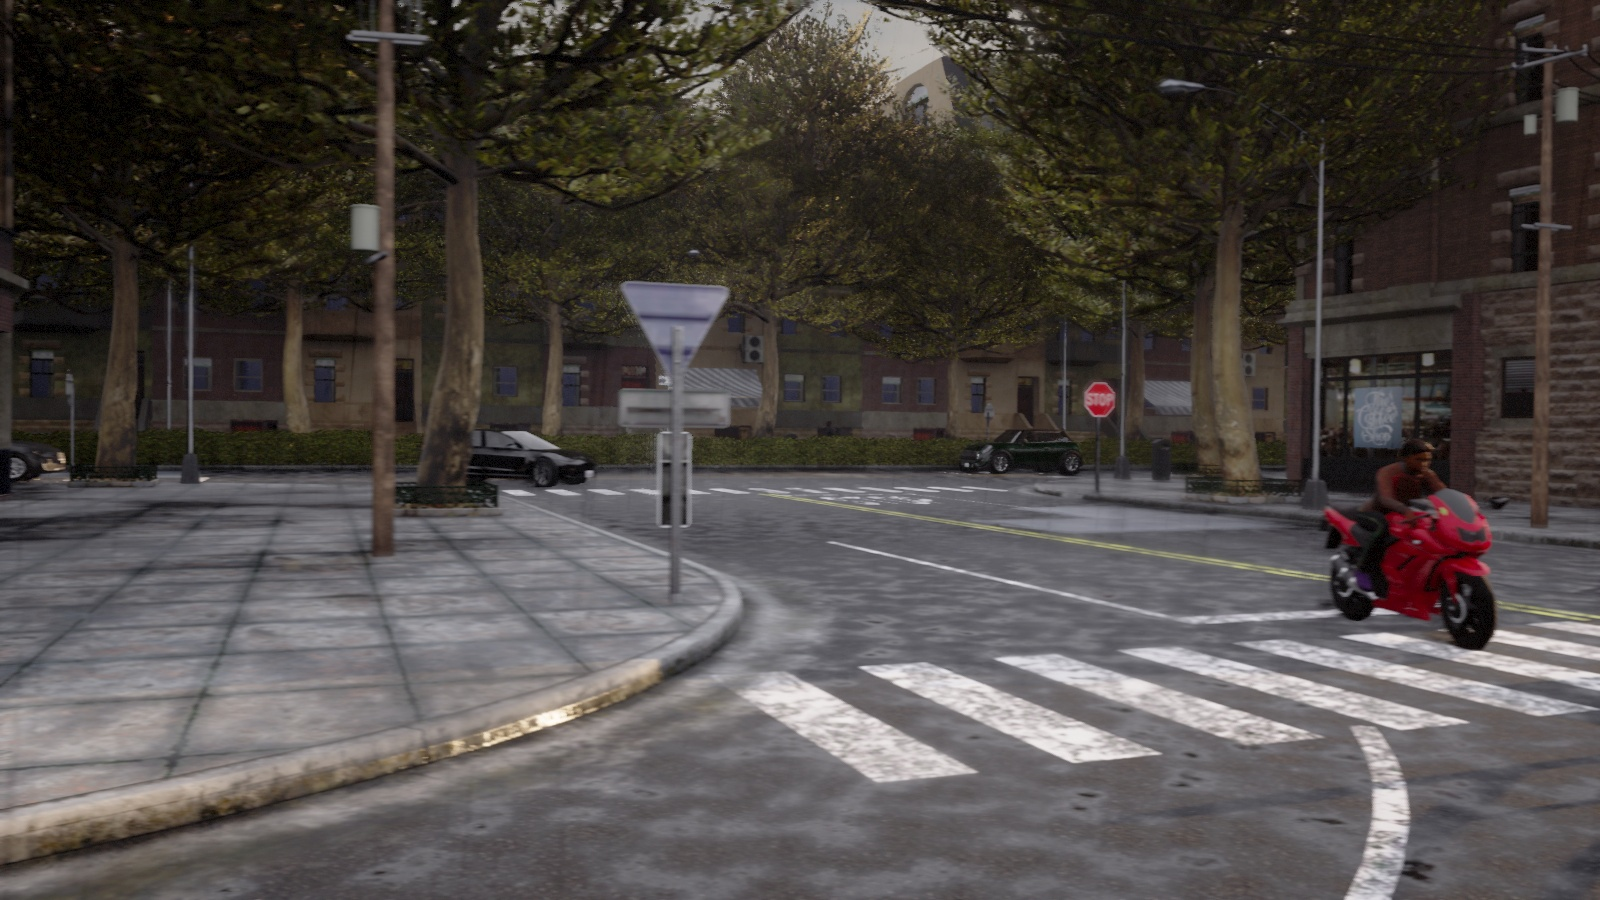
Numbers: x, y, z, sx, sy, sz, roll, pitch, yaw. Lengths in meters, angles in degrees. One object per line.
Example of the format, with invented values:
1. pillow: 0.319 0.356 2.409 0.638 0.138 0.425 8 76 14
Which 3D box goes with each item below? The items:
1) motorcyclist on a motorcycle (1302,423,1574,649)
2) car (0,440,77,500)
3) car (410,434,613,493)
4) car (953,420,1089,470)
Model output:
1. motorcyclist on a motorcycle: 4.814 0.570 9.674 0.797 1.523 2.044 -2 1 -9
2. car: -21.384 0.513 31.992 4.892 1.490 1.837 -1 1 -21
3. car: -7.624 0.338 33.316 4.792 1.488 2.163 0 1 18
4. car: 8.273 -0.198 47.037 4.553 1.767 2.097 -1 1 -21
